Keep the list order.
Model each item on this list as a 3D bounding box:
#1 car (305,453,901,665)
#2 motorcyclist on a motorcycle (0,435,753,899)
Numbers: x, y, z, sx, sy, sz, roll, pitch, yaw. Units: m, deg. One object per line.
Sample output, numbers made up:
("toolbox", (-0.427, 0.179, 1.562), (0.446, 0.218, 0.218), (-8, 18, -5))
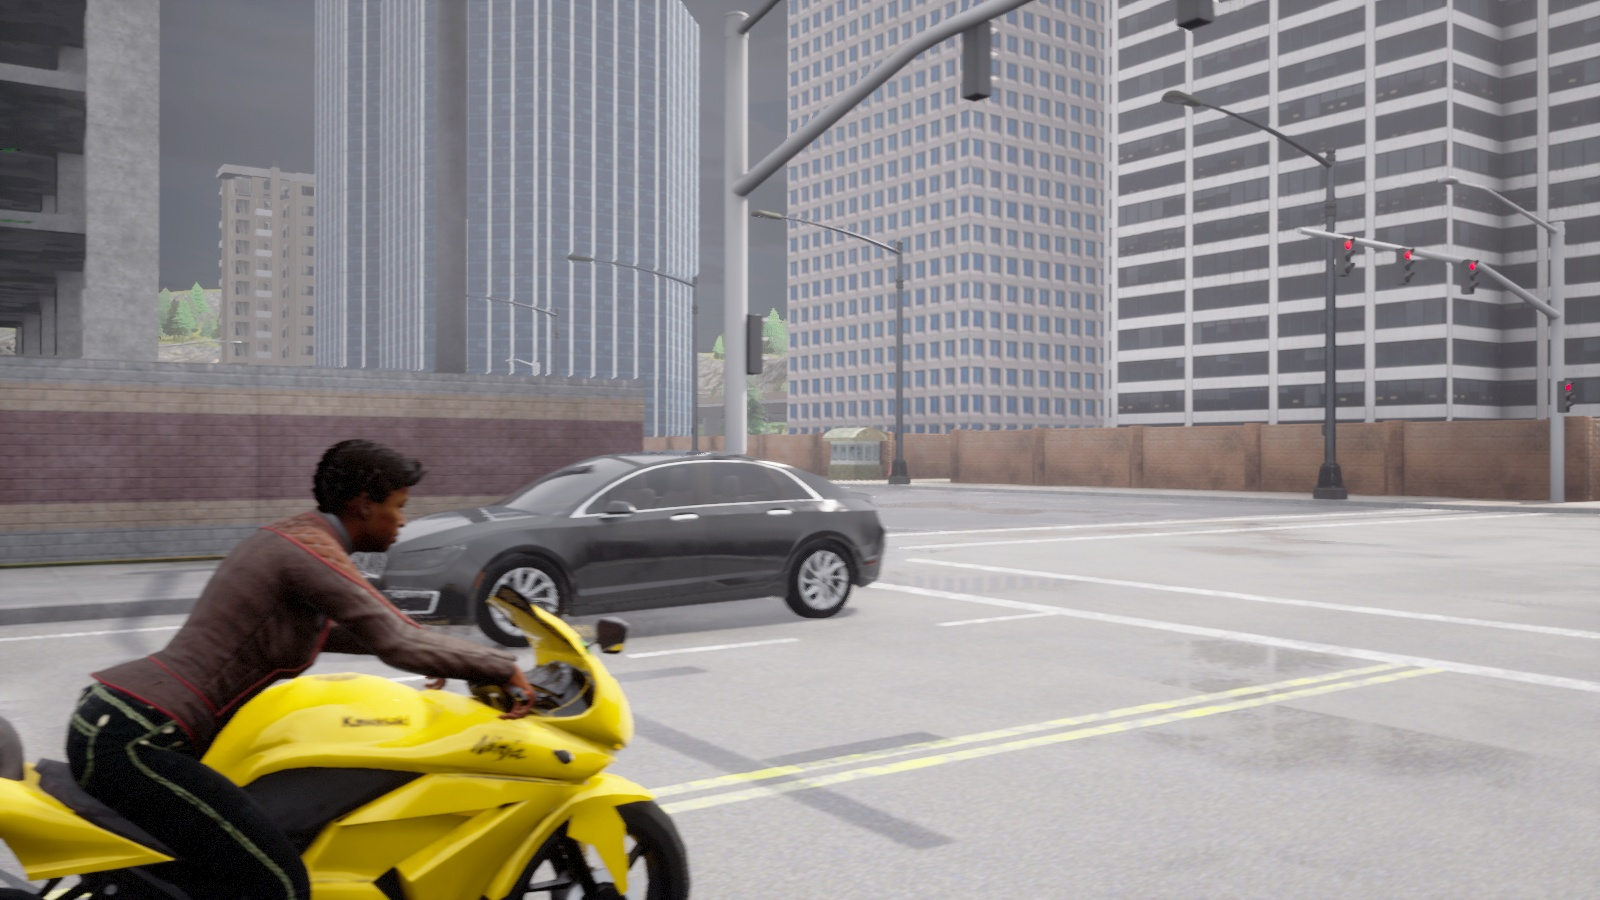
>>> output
("car", (-1.566, 0.780, 11.072), (4.892, 1.490, 1.837), (0, 0, -36))
("motorcyclist on a motorcycle", (-1.184, 0.736, 2.835), (2.044, 1.523, 0.797), (0, 0, -35))
